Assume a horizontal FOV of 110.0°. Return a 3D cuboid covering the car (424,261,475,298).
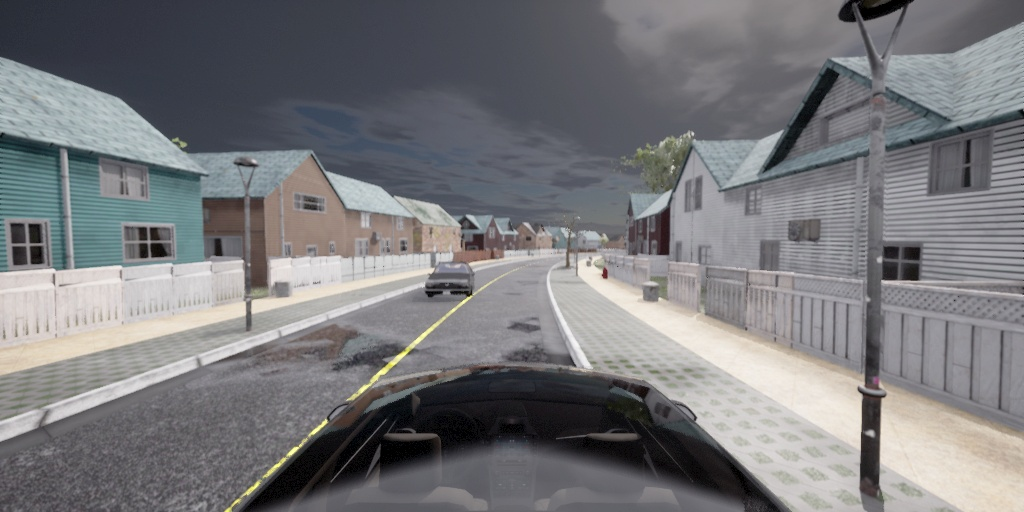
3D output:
[{"bbox_3d":[-2.660,0.958,16.238,2.033,1.411,5.357,0,1,-4],"label":"car"}]
